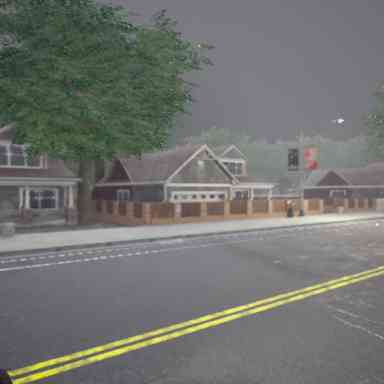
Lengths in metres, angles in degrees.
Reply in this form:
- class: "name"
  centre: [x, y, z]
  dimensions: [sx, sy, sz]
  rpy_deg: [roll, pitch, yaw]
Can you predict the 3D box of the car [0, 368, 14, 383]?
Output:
- class: "car"
  centre: [-3.243, 1.493, 1.084]
  dimensions: [4.902, 1.511, 2.128]
  rpy_deg: [0, 0, -36]
